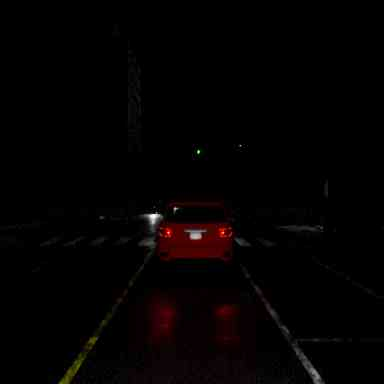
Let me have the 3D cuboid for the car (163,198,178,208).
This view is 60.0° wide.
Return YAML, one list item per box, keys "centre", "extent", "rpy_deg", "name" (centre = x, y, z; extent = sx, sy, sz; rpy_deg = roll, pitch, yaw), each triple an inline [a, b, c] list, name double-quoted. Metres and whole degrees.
- centre: [-3.082, 1.550, 48.338]
  extent: [1.994, 1.385, 4.181]
  rpy_deg: [0, 0, 0]
  name: "car"

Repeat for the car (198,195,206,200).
- centre: [2.760, 1.546, 94.368]
  extent: [2.008, 1.369, 4.403]
  rpy_deg: [0, 0, 0]
  name: "car"

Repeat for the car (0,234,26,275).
- centre: [-5.764, 1.521, 7.852]
  extent: [1.752, 1.417, 4.829]
  rpy_deg: [0, 0, 0]
  name: "car"

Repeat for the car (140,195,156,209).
- centre: [-5.765, 1.303, 45.430]
  extent: [2.192, 1.841, 5.009]
  rpy_deg: [0, 0, 0]
  name: "car"

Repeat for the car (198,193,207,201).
- centre: [2.760, 1.308, 88.930]
  extent: [2.192, 1.841, 5.009]
  rpy_deg: [0, 0, 0]
  name: "car"

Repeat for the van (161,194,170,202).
- centre: [-5.765, 1.330, 72.618]
  extent: [1.690, 1.788, 3.998]
  rpy_deg: [0, 0, 0]
  name: "van"

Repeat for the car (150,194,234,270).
- centre: [0.096, 1.216, 11.145]
  extent: [2.150, 2.045, 5.566]
  rpy_deg: [0, 0, 0]
  name: "car"

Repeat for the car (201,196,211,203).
- centre: [2.761, 1.533, 67.180]
  extent: [1.887, 1.381, 4.507]
  rpy_deg: [0, 0, 0]
  name: "car"

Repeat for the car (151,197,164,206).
- centre: [-5.764, 1.569, 56.305]
  extent: [1.802, 1.307, 4.206]
  rpy_deg: [0, 0, 0]
  name: "car"

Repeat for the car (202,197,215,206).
- centre: [2.761, 1.539, 56.305]
  extent: [2.008, 1.369, 4.403]
  rpy_deg: [0, 0, 0]
  name: "car"

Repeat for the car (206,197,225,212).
- centre: [2.761, 1.429, 39.992]
  extent: [1.967, 1.590, 4.097]
  rpy_deg: [0, 0, 0]
  name: "car"

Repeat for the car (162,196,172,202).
- centre: [-5.765, 1.541, 78.055]
  extent: [2.008, 1.369, 4.403]
  rpy_deg: [0, 0, 0]
  name: "car"

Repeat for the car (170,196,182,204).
- centre: [-3.026, 1.481, 63.198]
  extent: [2.128, 1.511, 4.902]
  rpy_deg: [0, 0, 0]
  name: "car"

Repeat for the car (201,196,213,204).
- centre: [2.761, 1.533, 61.742]
  extent: [1.887, 1.381, 4.507]
  rpy_deg: [0, 0, 0]
  name: "car"

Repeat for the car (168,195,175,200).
- centre: [-5.765, 1.560, 94.368]
  extent: [1.947, 1.339, 4.313]
  rpy_deg: [0, 0, 0]
  name: "car"

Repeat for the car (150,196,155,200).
- centre: [-3.099, 1.515, 35.735]
  extent: [1.812, 1.442, 4.674]
  rpy_deg: [0, 0, 0]
  name: "car"
